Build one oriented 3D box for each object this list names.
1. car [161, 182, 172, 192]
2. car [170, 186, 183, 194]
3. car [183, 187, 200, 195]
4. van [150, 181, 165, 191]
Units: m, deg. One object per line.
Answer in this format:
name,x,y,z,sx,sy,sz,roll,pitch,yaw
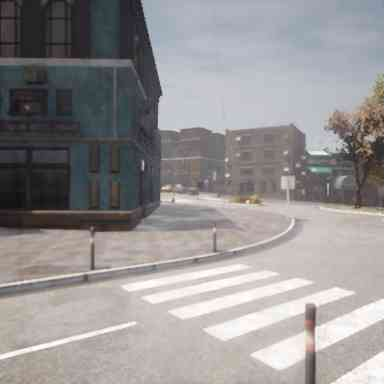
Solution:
car,-4.889,-0.787,69.570,1.946,1.575,5.366,6,2,12
car,-2.273,-0.453,68.167,2.002,1.452,4.674,6,2,12
car,0.304,-0.197,66.570,2.231,1.521,4.892,5,2,12
van,-7.394,-1.309,71.447,1.878,1.987,4.442,5,2,12
